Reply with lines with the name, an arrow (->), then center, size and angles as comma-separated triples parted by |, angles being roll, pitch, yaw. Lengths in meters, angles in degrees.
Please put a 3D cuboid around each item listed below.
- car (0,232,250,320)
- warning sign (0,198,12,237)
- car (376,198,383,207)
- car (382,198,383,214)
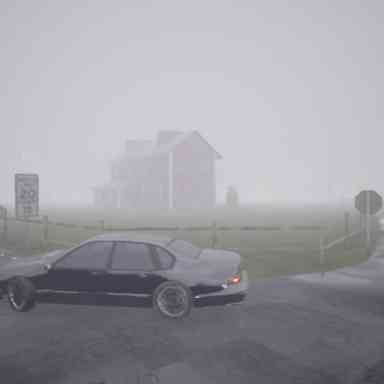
car -> -1.521, 1.580, 6.938 | 5.357, 1.411, 2.033 | 0, 0, 8
warning sign -> -9.561, 1.214, 16.011 | 1.060, 1.860, 1.300 | 0, 0, 41
car -> 31.592, 1.703, 54.153 | 1.994, 1.385, 4.181 | 0, 0, 18
car -> 19.983, 1.580, 32.885 | 2.128, 1.511, 4.902 | 0, 0, 25
